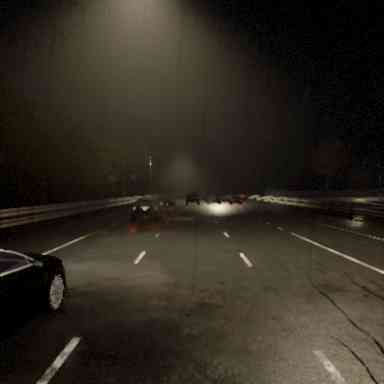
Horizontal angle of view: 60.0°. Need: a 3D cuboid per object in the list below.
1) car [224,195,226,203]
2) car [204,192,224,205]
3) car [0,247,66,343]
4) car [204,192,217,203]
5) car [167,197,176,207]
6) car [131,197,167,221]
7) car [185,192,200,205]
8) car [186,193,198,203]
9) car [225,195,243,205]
[{"bbox_3d":[7.016,1.315,64.284,2.033,1.411,5.357,0,0,0],"label":"car"},{"bbox_3d":[3.514,1.149,54.250,2.097,1.767,4.553,0,0,0],"label":"car"},{"bbox_3d":[-3.399,1.474,4.655,2.128,1.511,4.902,0,0,0],"label":"car"},{"bbox_3d":[3.516,0.997,64.314,2.150,2.045,5.566,0,0,0],"label":"car"},{"bbox_3d":[-3.390,1.419,48.340,1.895,1.301,4.718,0,0,0],"label":"car"},{"bbox_3d":[-3.395,1.253,26.156,2.097,1.767,4.553,0,0,0],"label":"car"},{"bbox_3d":[0.108,1.024,52.760,2.150,2.045,5.566,0,0,1],"label":"car"},{"bbox_3d":[0.015,1.117,64.456,2.097,1.767,4.553,0,0,0],"label":"car"},{"bbox_3d":[7.014,1.397,54.310,1.895,1.301,4.718,0,0,0],"label":"car"}]
